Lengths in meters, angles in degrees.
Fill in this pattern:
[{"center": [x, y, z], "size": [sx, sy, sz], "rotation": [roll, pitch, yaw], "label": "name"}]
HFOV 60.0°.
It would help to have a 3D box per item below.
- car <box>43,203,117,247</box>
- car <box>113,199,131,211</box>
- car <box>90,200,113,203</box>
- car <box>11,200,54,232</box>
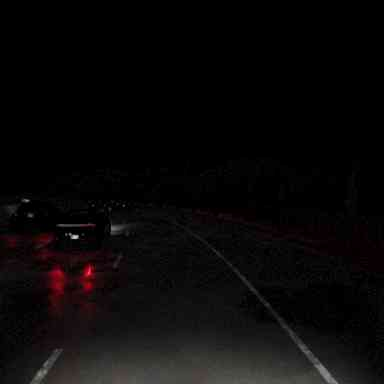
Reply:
[{"center": [-4.838, 1.498, 15.107], "size": [2.128, 1.511, 4.902], "rotation": [0, 0, -8], "label": "car"}, {"center": [-8.894, 1.576, 41.421], "size": [1.994, 1.385, 4.181], "rotation": [0, 0, -23], "label": "car"}, {"center": [-9.419, 1.504, 33.214], "size": [2.128, 1.511, 4.902], "rotation": [0, 0, -19], "label": "car"}, {"center": [-9.484, 1.365, 20.677], "size": [2.097, 1.767, 4.553], "rotation": [0, 0, -12], "label": "car"}]
